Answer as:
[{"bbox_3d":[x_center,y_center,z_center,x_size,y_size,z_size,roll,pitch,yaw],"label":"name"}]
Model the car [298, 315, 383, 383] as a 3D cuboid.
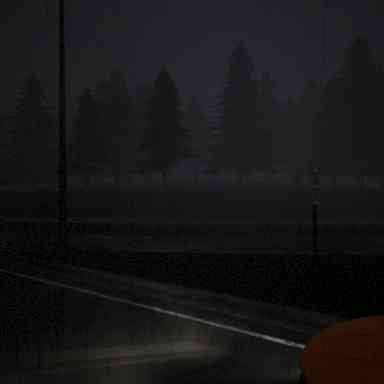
[{"bbox_3d":[3.130,1.462,1.766,5.008,1.535,1.882,0,0,35],"label":"car"}]
